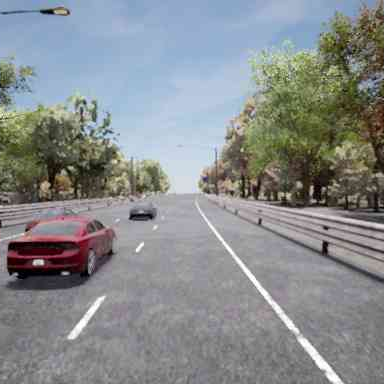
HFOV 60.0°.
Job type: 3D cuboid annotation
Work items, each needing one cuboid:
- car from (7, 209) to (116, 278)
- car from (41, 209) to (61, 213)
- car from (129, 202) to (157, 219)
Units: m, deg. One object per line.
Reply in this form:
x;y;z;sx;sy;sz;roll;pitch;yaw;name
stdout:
-3.661;1.489;10.245;1.882;1.535;5.008;-1;0;-2;car
-7.376;1.595;18.366;1.994;1.385;4.181;-1;0;-1;car
-4.084;1.521;28.371;1.994;1.385;4.181;-1;0;-1;car
